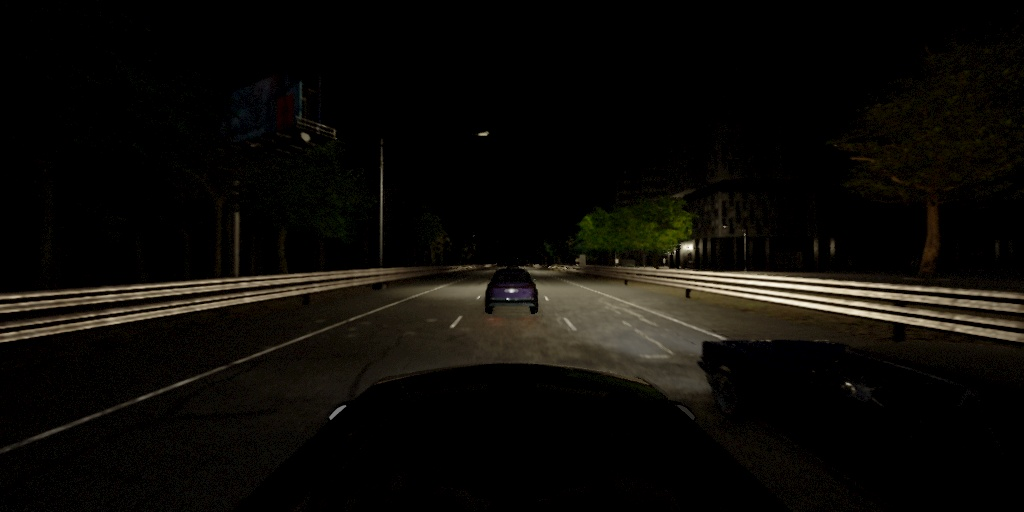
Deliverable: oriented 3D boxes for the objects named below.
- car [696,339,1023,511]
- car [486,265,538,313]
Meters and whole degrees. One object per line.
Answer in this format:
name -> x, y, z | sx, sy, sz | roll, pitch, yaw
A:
car -> 3.501, 1.358, 2.877 | 1.895, 1.301, 4.718 | 0, 0, 0
car -> -0.008, 1.289, 14.694 | 2.033, 1.649, 4.856 | 0, -1, 0
